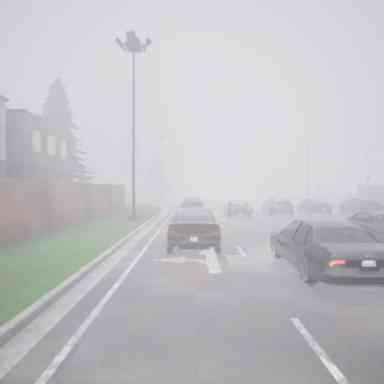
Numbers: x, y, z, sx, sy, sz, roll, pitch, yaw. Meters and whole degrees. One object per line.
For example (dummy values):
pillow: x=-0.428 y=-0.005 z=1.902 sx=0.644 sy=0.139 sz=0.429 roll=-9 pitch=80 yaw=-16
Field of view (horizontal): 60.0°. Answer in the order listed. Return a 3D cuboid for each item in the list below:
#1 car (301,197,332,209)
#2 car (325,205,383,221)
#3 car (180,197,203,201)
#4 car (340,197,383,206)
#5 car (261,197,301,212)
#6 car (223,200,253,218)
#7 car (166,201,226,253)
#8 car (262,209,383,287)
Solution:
car: x=10.575 y=1.200 z=28.875 sx=1.812 sy=1.442 sz=4.674 roll=0 pitch=1 yaw=0
car: x=7.073 y=1.418 z=12.804 sx=1.994 sy=1.385 sz=4.181 roll=0 pitch=1 yaw=0
car: x=0.010 y=1.146 z=29.405 sx=1.882 sy=1.535 sz=5.008 roll=0 pitch=1 yaw=-1
car: x=14.071 y=1.192 z=27.961 sx=1.837 sy=1.490 sz=4.892 roll=0 pitch=1 yaw=0
car: x=7.071 y=1.178 z=27.883 sx=2.128 sy=1.511 sz=4.902 roll=0 pitch=1 yaw=0
car: x=3.558 y=1.303 z=26.436 sx=1.895 sy=1.301 sz=4.718 roll=0 pitch=1 yaw=0
car: x=0.074 y=1.330 z=12.994 sx=1.882 sy=1.535 sz=5.008 roll=0 pitch=0 yaw=0
car: x=3.544 y=1.444 z=9.136 sx=2.033 sy=1.411 sz=5.357 roll=0 pitch=1 yaw=1
